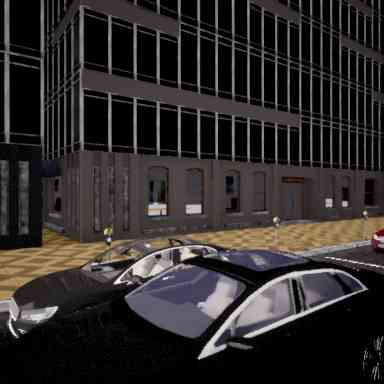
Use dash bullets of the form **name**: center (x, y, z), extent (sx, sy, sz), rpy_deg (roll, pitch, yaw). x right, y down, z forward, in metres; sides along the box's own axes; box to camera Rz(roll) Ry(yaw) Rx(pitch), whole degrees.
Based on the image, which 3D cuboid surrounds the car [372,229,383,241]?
- **car**: center (8.472, 1.581, 12.601), extent (4.206, 1.307, 1.802), rpy_deg (0, 0, -35)

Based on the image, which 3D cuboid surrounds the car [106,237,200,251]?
- **car**: center (-0.797, 1.551, 5.991), extent (4.403, 1.369, 2.008), rpy_deg (0, 0, -35)

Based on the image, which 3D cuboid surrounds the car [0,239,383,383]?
- **car**: center (0.448, 1.491, 3.698), extent (4.902, 1.511, 2.128), rpy_deg (0, 0, -35)
